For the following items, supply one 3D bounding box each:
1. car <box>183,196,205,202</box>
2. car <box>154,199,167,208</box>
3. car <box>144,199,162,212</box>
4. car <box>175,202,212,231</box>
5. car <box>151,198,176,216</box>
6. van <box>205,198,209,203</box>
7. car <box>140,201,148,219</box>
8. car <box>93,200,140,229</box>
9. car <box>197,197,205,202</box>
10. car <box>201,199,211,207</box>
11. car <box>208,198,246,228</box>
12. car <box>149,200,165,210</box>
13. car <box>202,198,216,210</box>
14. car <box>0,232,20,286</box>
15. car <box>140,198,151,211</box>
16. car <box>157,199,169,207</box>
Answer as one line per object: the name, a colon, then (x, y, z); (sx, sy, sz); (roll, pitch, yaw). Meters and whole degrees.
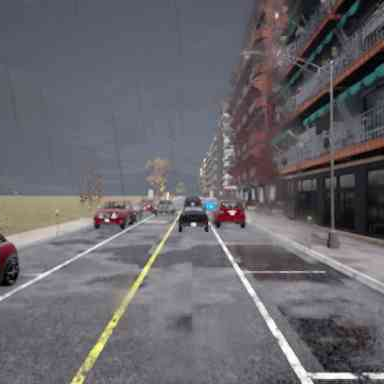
car: (0.101, 1.514, 40.401); (2.150, 2.045, 5.566); (0, 0, 0)
car: (-5.308, 1.951, 56.512); (1.887, 1.381, 4.507); (1, 0, 0)
car: (-5.306, 1.767, 45.441); (1.967, 1.590, 4.097); (1, 0, 0)
car: (0.099, 1.662, 21.818); (1.837, 1.490, 4.892); (0, 0, 0)
car: (-2.843, 1.608, 35.679); (2.097, 1.767, 4.553); (0, 0, 0)
van: (2.575, 1.671, 45.842); (1.690, 1.788, 3.998); (1, 0, 0)
car: (-5.307, 1.758, 28.831); (2.008, 1.369, 4.403); (1, 0, 0)
car: (-5.304, 1.483, 23.297); (2.192, 1.841, 5.009); (1, 0, 0)
car: (2.572, 2.235, 94.989); (2.008, 1.369, 4.403); (1, 0, 0)
car: (2.573, 1.976, 62.645); (1.752, 1.417, 4.829); (1, 0, 0)
car: (2.576, 1.486, 23.664); (2.192, 1.841, 5.009); (1, 0, 0)
car: (-5.308, 1.917, 50.976); (2.008, 1.369, 4.403); (1, 0, 0)
car: (2.574, 1.809, 51.387); (1.967, 1.590, 4.097); (1, 0, 0)
car: (-5.305, 1.489, 6.687); (1.967, 1.590, 4.097); (1, 0, 0)
car: (-5.304, 1.602, 39.905); (2.192, 1.841, 5.009); (1, 0, 0)
car: (-5.308, 1.970, 61.878); (1.752, 1.417, 4.829); (1, 0, 0)
